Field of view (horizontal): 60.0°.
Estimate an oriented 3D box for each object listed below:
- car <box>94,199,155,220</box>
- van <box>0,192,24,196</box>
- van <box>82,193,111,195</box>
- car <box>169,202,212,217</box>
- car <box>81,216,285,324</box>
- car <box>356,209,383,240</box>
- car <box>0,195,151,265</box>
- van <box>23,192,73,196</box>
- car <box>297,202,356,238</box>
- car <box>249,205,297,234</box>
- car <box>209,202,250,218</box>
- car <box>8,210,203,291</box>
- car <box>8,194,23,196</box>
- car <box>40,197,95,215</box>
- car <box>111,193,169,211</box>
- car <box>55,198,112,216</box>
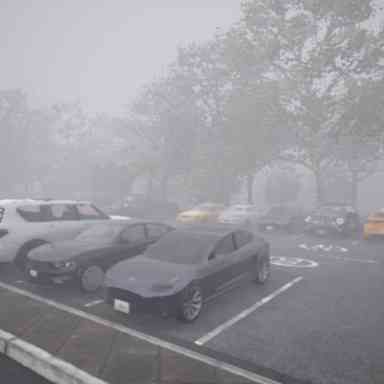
[{"bbox_3d":[-5.579,1.396,28.110,2.163,1.488,4.792,1,1,36],"label":"car"},{"bbox_3d":[-18.934,1.033,37.988,1.878,1.987,4.442,0,0,36],"label":"van"},{"bbox_3d":[-7.833,1.110,29.926,1.878,1.987,4.442,1,0,36],"label":"van"},{"bbox_3d":[1.052,1.459,23.100,1.946,1.575,5.366,1,1,36],"label":"car"},{"bbox_3d":[0.180,1.594,7.761,2.163,1.488,4.792,1,1,36],"label":"car"},{"bbox_3d":[10.023,1.587,16.807,2.097,1.535,5.008,1,1,36],"label":"car"},{"bbox_3d":[-4.276,1.249,11.068,2.435,2.045,5.566,1,1,36],"label":"car"},{"bbox_3d":[-14.570,1.051,34.542,1.878,1.987,4.442,0,0,36],"label":"van"},{"bbox_3d":[7.803,1.430,18.465,2.185,1.767,4.553,1,1,36],"label":"car"},{"bbox_3d":[5.626,1.555,19.971,2.163,1.488,4.792,1,1,36],"label":"car"},{"bbox_3d":[3.400,1.534,21.620,2.002,1.452,4.674,1,1,36],"label":"car"},{"bbox_3d":[-2.046,1.532,9.420,2.097,1.535,5.008,1,0,36],"label":"car"},{"bbox_3d":[-16.758,1.266,36.271,2.097,1.535,5.008,0,0,36],"label":"car"},{"bbox_3d":[-12.264,1.320,33.036,2.163,1.488,4.792,0,0,36],"label":"car"},{"bbox_3d":[-3.302,1.147,26.527,2.435,2.045,5.566,1,1,36],"label":"car"},{"bbox_3d":[-10.128,1.339,31.485,2.163,1.488,4.792,1,0,36],"label":"car"}]
